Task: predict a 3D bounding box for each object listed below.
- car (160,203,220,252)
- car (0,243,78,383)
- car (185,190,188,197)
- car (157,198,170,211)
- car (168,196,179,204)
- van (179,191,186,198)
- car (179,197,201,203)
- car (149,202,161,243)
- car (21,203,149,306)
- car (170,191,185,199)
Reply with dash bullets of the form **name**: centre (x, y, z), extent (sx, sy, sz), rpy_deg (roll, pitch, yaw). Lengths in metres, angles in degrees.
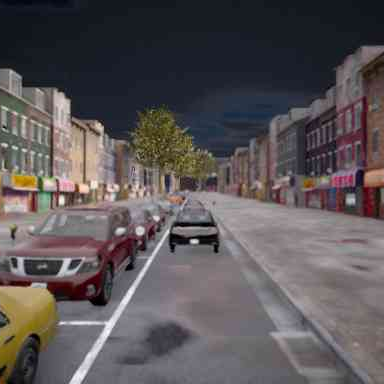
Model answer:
- **car**: centre (0.103, 1.441, 13.645), extent (2.128, 1.511, 4.902), rpy_deg (0, 0, 1)
- **car**: centre (-2.618, 1.517, 2.502), extent (1.752, 1.417, 4.829), rpy_deg (1, 0, 0)
- **car**: centre (-2.439, 0.798, 69.103), extent (2.192, 1.841, 5.009), rpy_deg (2, 1, 0)
- **car**: centre (-2.572, 1.359, 19.281), extent (1.967, 1.590, 4.097), rpy_deg (1, 0, 0)
- **car**: centre (-2.545, 1.399, 30.355), extent (2.008, 1.369, 4.403), rpy_deg (1, 0, 0)
- **van**: centre (-2.398, 0.658, 85.708), extent (1.690, 1.788, 3.998), rpy_deg (2, 1, 0)
- **car**: centre (0.145, 1.420, 29.223), extent (1.994, 1.385, 4.181), rpy_deg (0, 0, 0)
- **car**: centre (-2.586, 1.388, 13.745), extent (1.967, 1.590, 4.097), rpy_deg (1, 0, 0)
- **car**: centre (-2.598, 1.286, 8.207), extent (2.192, 1.841, 5.009), rpy_deg (1, 0, 0)
- **car**: centre (-2.623, 1.014, 51.149), extent (2.097, 1.767, 4.553), rpy_deg (0, 1, 0)
